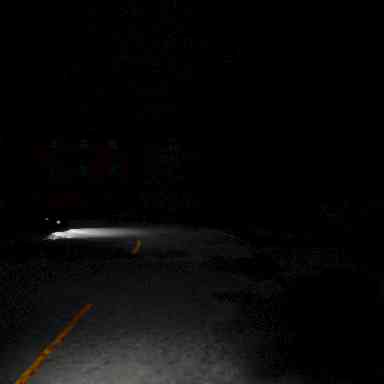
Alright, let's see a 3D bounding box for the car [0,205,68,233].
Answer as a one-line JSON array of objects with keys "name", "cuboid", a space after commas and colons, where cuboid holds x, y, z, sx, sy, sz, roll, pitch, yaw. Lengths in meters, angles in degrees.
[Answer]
[{"name": "car", "cuboid": [-8.812, 1.370, 17.783, 4.181, 1.385, 1.994, 0, 0, 16]}]
